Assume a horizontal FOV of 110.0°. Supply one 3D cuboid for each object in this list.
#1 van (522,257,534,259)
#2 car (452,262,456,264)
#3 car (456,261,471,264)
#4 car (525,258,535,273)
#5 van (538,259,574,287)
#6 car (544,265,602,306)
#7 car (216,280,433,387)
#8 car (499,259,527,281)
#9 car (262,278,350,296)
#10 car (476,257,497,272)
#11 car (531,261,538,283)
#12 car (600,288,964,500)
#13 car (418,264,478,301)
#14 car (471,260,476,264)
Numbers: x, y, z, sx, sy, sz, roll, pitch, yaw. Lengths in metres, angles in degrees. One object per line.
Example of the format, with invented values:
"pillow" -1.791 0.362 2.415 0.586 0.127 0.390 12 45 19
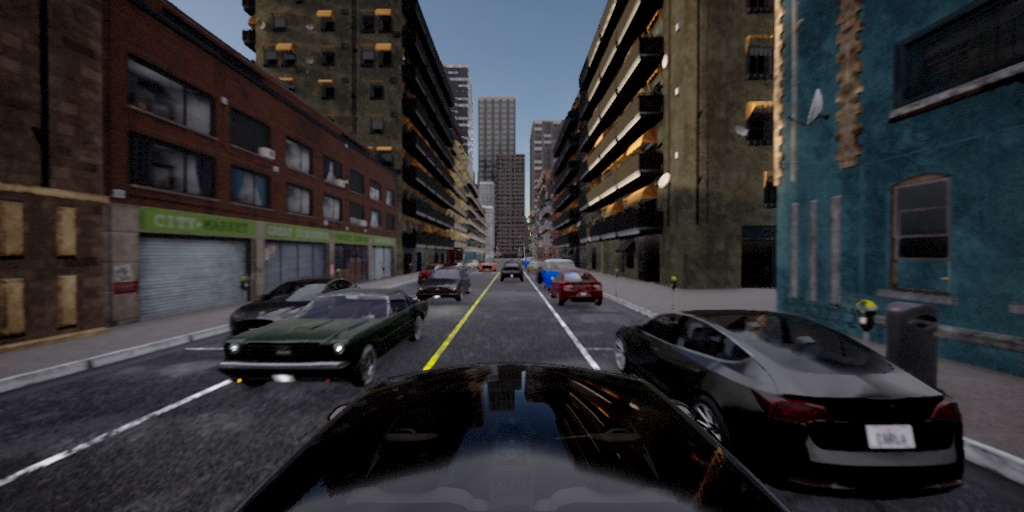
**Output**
"van" 2.679 1.063 54.333 1.690 1.789 3.998 0 0 0
"car" -5.697 1.278 26.726 1.888 1.381 4.507 0 0 0
"car" -5.699 1.309 37.773 1.802 1.307 4.207 0 0 0
"car" 2.681 1.251 43.455 1.751 1.417 4.829 0 0 0
"van" 2.685 1.077 21.191 1.690 1.789 3.998 0 0 0
"car" 2.686 1.285 15.668 1.888 1.381 4.507 0 0 0
"car" -3.093 1.347 7.065 1.895 1.301 4.718 0 0 0
"car" 0.006 1.237 29.469 1.837 1.490 4.892 0 0 0
"car" -5.694 1.309 10.156 1.948 1.339 4.313 0 0 0
"car" -3.009 1.076 45.505 2.097 1.767 4.553 0 0 0
"car" 2.684 1.299 26.715 1.948 1.339 4.313 0 0 0
"car" 2.688 1.314 4.621 1.948 1.339 4.313 0 0 0
"car" -3.078 1.286 17.466 2.033 1.411 5.357 0 0 0
"car" -5.702 1.247 54.174 1.751 1.417 4.829 0 0 0
